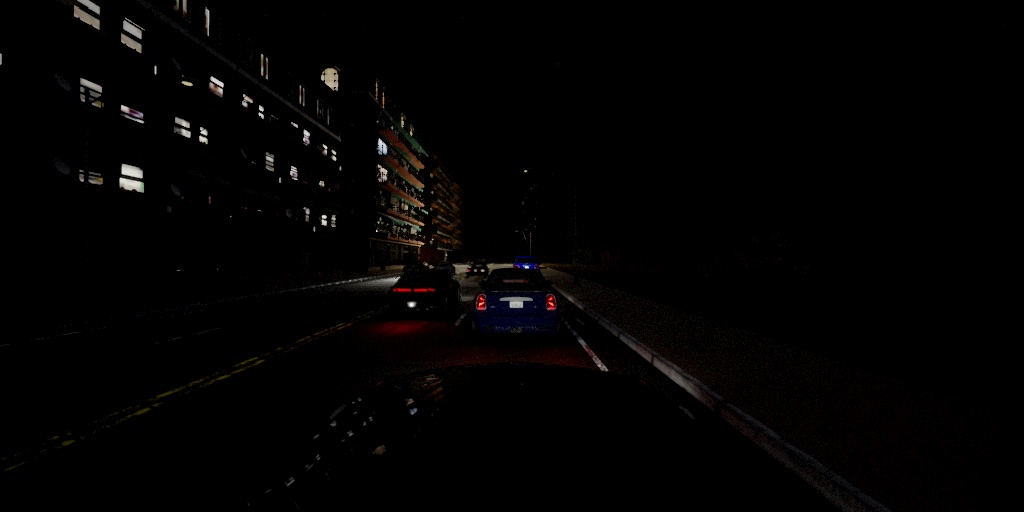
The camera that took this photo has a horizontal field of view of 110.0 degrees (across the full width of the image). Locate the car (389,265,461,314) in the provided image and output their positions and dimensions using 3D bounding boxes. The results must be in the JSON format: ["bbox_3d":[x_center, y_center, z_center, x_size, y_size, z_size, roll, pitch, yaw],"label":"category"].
[{"bbox_3d":[-3.150,1.257,13.680,1.837,1.490,4.892,0,0,0],"label":"car"}]

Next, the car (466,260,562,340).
[{"bbox_3d":[0.099,1.103,10.122,2.097,1.767,4.553,0,0,0],"label":"car"}]

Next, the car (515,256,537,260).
[{"bbox_3d":[1.140,0.979,30.076,2.150,2.045,5.566,0,0,0],"label":"car"}]

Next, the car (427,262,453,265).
[{"bbox_3d":[-6.599,1.279,34.843,1.812,1.442,4.674,0,0,0],"label":"car"}]

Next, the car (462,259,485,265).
[{"bbox_3d":[-3.148,1.301,33.614,2.033,1.411,5.357,0,0,0],"label":"car"}]

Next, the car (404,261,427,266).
[{"bbox_3d":[-9.848,1.245,37.037,2.128,1.511,4.902,0,0,0],"label":"car"}]
